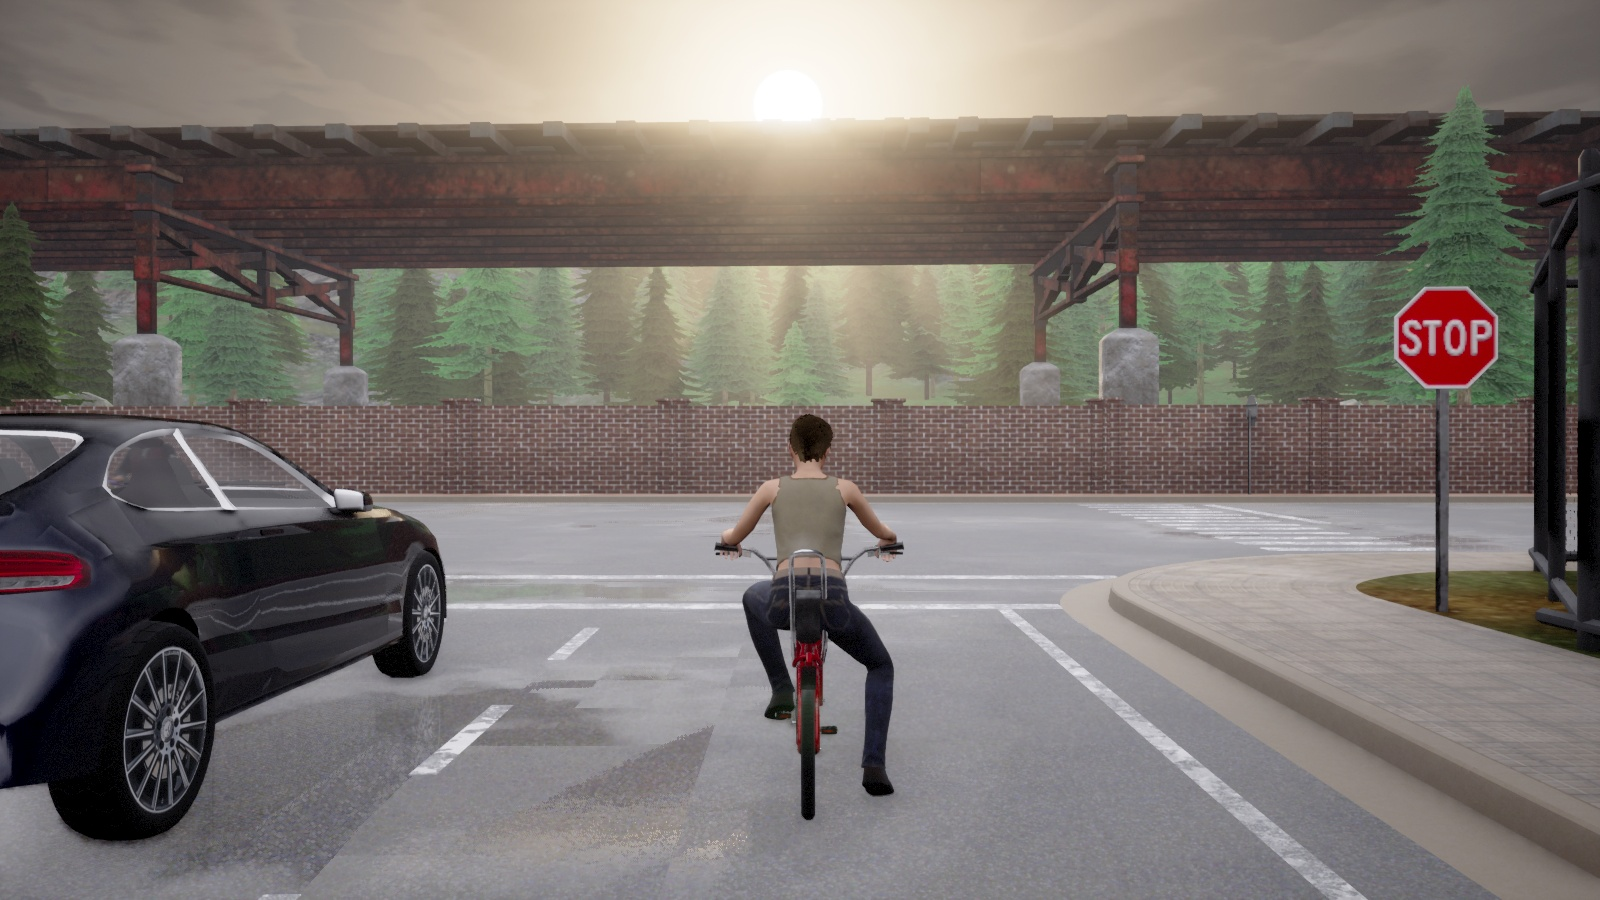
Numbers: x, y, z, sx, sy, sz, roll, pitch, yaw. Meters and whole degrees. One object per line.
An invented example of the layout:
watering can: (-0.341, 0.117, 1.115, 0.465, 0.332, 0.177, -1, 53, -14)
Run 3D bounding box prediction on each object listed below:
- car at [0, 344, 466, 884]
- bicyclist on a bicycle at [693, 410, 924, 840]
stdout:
car: (-3.448, 0.486, 6.353, 2.152, 1.651, 5.027, 0, 0, 0)
bicyclist on a bicycle: (0.039, 0.652, 5.464, 0.866, 1.612, 1.509, 0, 0, 1)
